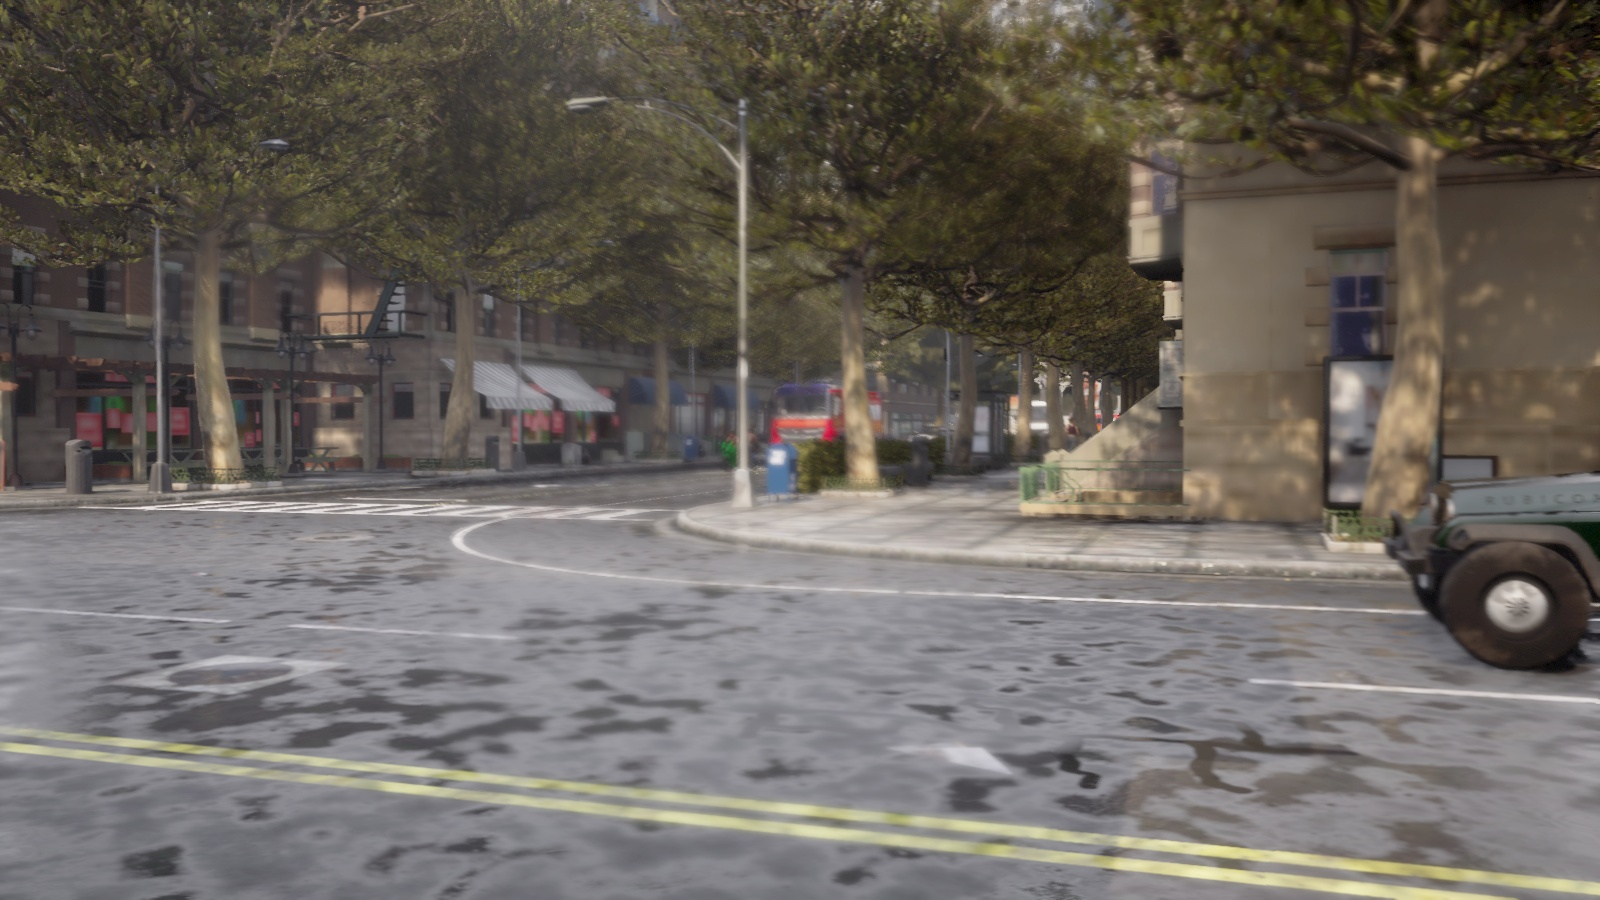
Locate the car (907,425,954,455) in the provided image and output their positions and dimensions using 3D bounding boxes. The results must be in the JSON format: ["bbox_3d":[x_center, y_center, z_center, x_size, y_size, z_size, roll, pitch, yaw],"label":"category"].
[{"bbox_3d":[8.238,-0.608,78.669,1.932,1.855,4.605,1,0,19],"label":"car"}]

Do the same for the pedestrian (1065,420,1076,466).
[{"bbox_3d":[10.673,-0.279,49.478,0.345,1.836,0.594,1,1,20],"label":"pedestrian"}]

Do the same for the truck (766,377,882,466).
[{"bbox_3d":[1.283,-1.283,58.206,2.891,3.827,8.468,1,1,19],"label":"truck"}]

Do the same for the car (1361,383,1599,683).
[{"bbox_3d":[5.996,0.515,8.501,3.866,1.878,1.905,1,1,20],"label":"car"}]

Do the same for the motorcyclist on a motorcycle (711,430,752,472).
[{"bbox_3d":[-2.543,0.019,46.936,0.797,1.523,2.044,1,1,19],"label":"motorcyclist on a motorcycle"}]

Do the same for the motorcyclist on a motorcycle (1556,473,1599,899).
[{"bbox_3d":[2.732,0.837,2.276,2.191,1.530,0.866,1,1,19],"label":"motorcyclist on a motorcycle"}]
